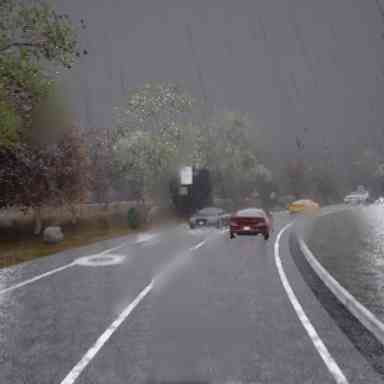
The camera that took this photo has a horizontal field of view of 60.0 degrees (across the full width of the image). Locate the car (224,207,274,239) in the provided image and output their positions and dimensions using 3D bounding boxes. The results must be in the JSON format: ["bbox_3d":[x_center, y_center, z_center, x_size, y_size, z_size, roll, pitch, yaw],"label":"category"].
[{"bbox_3d":[3.283,1.533,17.736,1.882,1.535,5.008,-2,-1,18],"label":"car"}]

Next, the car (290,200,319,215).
[{"bbox_3d":[11.592,1.520,34.162,1.882,1.535,5.008,-4,-2,35],"label":"car"}]

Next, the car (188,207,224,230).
[{"bbox_3d":[1.287,1.722,22.239,1.994,1.385,4.181,-2,-1,22],"label":"car"}]

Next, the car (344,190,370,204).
[{"bbox_3d":[27.258,0.864,54.920,5.566,2.045,2.150,-3,-2,-40],"label":"car"}]
